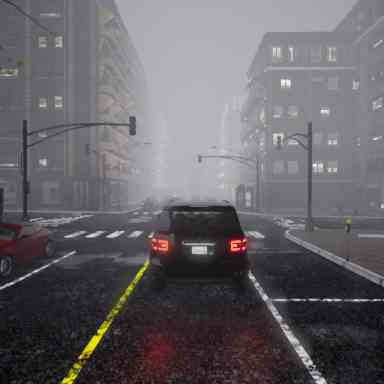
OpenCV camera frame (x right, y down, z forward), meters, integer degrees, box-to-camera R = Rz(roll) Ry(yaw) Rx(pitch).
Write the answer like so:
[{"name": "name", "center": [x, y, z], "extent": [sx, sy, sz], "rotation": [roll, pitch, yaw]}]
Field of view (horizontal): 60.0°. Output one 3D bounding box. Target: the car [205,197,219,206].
[{"name": "car", "center": [3.204, 1.549, 53.630], "extent": [2.008, 1.369, 4.403], "rotation": [0, 0, 1]}]

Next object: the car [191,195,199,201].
[{"name": "car", "center": [0.806, 1.477, 82.715], "extent": [1.882, 1.535, 5.008], "rotation": [0, 0, 1]}]

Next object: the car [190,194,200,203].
[{"name": "car", "center": [0.724, 1.354, 72.938], "extent": [2.097, 1.767, 4.553], "rotation": [0, 0, 1]}]

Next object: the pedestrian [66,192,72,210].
[{"name": "pedestrian", "center": [-12.395, 0.902, 33.504], "extent": [0.375, 1.860, 0.375], "rotation": [0, -1, 0]}]

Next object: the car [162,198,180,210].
[{"name": "car", "center": [-2.671, 1.562, 43.069], "extent": [1.994, 1.385, 4.181], "rotation": [0, 0, 2]}]

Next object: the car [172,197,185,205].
[{"name": "car", "center": [-2.466, 1.563, 61.610], "extent": [1.994, 1.385, 4.181], "rotation": [0, 0, 1]}]

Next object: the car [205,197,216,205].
[{"name": "car", "center": [3.260, 1.543, 59.268], "extent": [1.887, 1.381, 4.507], "rotation": [0, 0, 1]}]

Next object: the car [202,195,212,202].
[{"name": "car", "center": [3.426, 1.440, 76.184], "extent": [1.967, 1.590, 4.097], "rotation": [0, 0, 1]}]

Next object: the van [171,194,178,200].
[{"name": "van", "center": [-4.786, 1.340, 93.188], "extent": [1.690, 1.788, 3.998], "rotation": [0, 0, 1]}]

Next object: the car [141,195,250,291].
[{"name": "car", "center": [0.171, 1.221, 9.114], "extent": [2.150, 2.045, 5.566], "rotation": [0, 0, 1]}]

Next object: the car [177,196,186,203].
[{"name": "car", "center": [-2.302, 1.522, 71.915], "extent": [1.812, 1.442, 4.674], "rotation": [0, 0, 1]}]

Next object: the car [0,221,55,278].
[{"name": "car", "center": [-5.607, 1.581, 10.033], "extent": [1.802, 1.307, 4.206], "rotation": [0, 0, 1]}]

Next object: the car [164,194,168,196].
[{"name": "car", "center": [-5.010, 1.314, 70.633], "extent": [2.192, 1.841, 5.009], "rotation": [0, 0, 1]}]

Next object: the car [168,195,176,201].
[{"name": "car", "center": [-4.899, 1.525, 81.741], "extent": [1.752, 1.417, 4.829], "rotation": [0, 0, 1]}]
